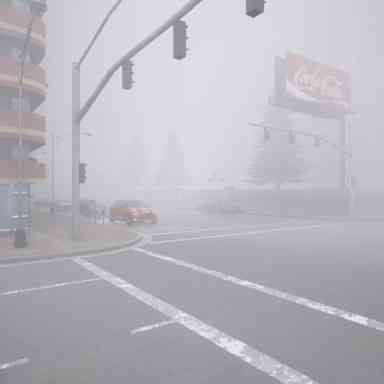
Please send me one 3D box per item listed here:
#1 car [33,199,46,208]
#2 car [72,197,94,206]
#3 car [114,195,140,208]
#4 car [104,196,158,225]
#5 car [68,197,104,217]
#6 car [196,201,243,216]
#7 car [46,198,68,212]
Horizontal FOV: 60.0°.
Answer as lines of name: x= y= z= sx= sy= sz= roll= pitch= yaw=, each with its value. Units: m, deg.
car: x=-21.215 y=1.601 z=47.397 sx=1.895 sy=1.301 sz=4.718 roll=0 pitch=0 yaw=-35
car: x=-18.182 y=1.547 z=55.400 sx=2.033 sy=1.411 sz=5.357 roll=0 pitch=0 yaw=-36
car: x=-9.743 y=1.352 z=49.718 sx=2.097 sy=1.767 sz=4.553 roll=0 pitch=0 yaw=-36
car: x=-4.274 y=1.352 z=23.925 sx=2.097 sy=1.767 sz=4.553 roll=0 pitch=0 yaw=-36
car: x=-9.610 y=1.491 z=31.292 sx=2.128 sy=1.511 sz=4.902 roll=0 pitch=0 yaw=-36
car: x=2.616 y=1.547 z=32.516 sx=2.033 sy=1.411 sz=5.357 roll=0 pitch=0 yaw=-35
car: x=-15.278 y=1.478 z=39.136 sx=1.882 sy=1.535 sz=5.008 roll=0 pitch=0 yaw=-36
